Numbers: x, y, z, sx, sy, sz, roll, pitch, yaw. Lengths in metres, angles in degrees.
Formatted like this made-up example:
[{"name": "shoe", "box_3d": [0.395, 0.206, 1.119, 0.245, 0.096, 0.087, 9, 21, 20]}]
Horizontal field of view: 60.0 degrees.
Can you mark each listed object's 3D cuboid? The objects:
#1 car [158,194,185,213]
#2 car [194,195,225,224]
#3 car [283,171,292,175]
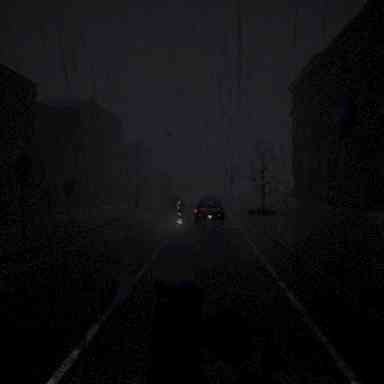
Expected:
[{"name": "car", "box_3d": [-1.889, 0.971, 31.719, 2.097, 1.767, 4.553, 0, 1, 3]}, {"name": "car", "box_3d": [1.188, 1.208, 22.156, 2.128, 1.511, 4.902, 0, 1, 3]}, {"name": "car", "box_3d": [27.247, -5.096, 90.917, 2.097, 1.535, 5.008, -1, 2, -1]}]
